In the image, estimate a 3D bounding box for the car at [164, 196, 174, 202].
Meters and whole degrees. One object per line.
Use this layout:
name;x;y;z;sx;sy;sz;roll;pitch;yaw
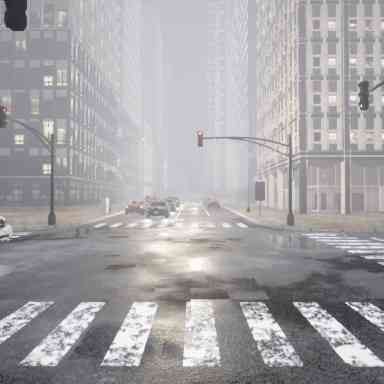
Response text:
car;-5.366;1.581;78.398;2.008;1.369;4.403;1;0;0

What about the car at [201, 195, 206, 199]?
car;2.927;1.547;56.302;1.752;1.417;4.829;1;0;0

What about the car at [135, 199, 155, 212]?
car;-5.521;1.597;39.372;1.802;1.307;4.206;1;0;0

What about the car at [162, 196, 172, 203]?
car;-5.389;1.573;72.823;1.887;1.381;4.507;1;0;0

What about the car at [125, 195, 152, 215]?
car;-5.540;1.453;33.797;1.967;1.590;4.097;1;0;0

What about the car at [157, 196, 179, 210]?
car;-2.942;1.520;39.784;1.837;1.490;4.892;0;0;0

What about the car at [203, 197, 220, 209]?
car;2.881;1.599;44.976;1.802;1.307;4.206;1;0;0

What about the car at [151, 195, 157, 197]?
car;-5.494;1.332;44.948;2.192;1.841;5.009;1;0;0

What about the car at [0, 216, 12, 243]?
car;-9.906;1.195;12.580;5.566;2.045;2.150;0;0;0

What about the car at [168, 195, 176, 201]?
car;-5.323;1.587;89.548;2.008;1.369;4.403;1;0;0

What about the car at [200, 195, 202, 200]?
car;2.948;1.590;61.709;1.947;1.339;4.313;1;0;0

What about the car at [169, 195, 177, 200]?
car;-5.301;1.604;95.124;1.947;1.339;4.313;1;0;0

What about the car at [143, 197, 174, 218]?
car;-2.980;1.516;30.335;1.837;1.490;4.892;0;0;0

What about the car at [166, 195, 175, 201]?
car;-5.345;1.578;83.973;1.887;1.381;4.507;1;0;0

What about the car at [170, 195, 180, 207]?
car;-2.896;1.371;49.858;2.097;1.767;4.553;0;0;0
